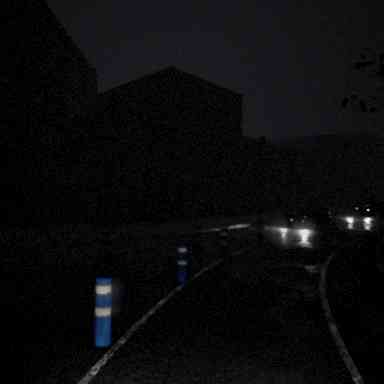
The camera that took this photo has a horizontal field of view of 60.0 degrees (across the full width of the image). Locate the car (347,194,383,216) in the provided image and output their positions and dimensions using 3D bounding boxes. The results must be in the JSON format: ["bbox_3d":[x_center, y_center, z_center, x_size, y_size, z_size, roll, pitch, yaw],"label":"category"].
[{"bbox_3d":[17.561,1.213,33.619,2.150,2.045,5.566,0,0,43],"label":"car"}]

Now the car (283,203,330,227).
[{"bbox_3d":[8.277,1.589,23.824,1.837,1.490,4.892,0,0,43],"label":"car"}]
